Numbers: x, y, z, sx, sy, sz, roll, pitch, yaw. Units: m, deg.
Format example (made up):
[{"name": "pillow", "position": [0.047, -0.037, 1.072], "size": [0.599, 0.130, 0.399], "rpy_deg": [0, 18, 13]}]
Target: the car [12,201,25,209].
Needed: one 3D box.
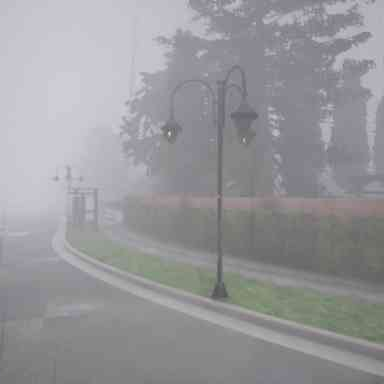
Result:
[{"name": "car", "position": [-34.891, 2.606, 66.885], "size": [1.812, 1.442, 4.674], "rpy_deg": [1, -1, -20]}]
